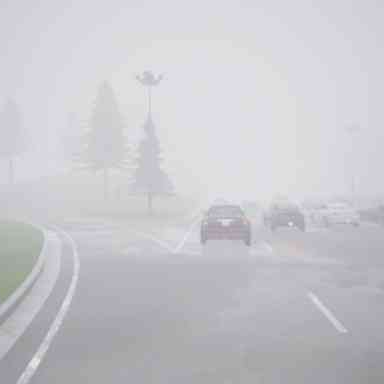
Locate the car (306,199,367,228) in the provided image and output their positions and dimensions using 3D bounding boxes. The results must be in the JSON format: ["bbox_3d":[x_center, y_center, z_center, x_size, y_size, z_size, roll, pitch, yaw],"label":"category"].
[{"bbox_3d":[8.925,1.403,21.012,1.812,1.442,4.674,0,0,4],"label":"car"}]

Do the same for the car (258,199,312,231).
[{"bbox_3d":[5.338,1.405,19.773,1.837,1.490,4.892,0,0,4],"label":"car"}]

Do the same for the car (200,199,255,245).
[{"bbox_3d":[1.505,1.287,15.444,2.097,1.767,4.553,0,0,4],"label":"car"}]

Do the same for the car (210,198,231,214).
[{"bbox_3d":[2.951,1.405,34.808,2.033,1.411,5.357,0,0,4],"label":"car"}]

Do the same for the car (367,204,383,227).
[{"bbox_3d":[12.492,1.458,21.566,1.895,1.301,4.718,0,0,4],"label":"car"}]

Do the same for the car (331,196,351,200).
[{"bbox_3d":[17.317,1.272,39.195,1.837,1.490,4.892,0,0,4],"label":"car"}]

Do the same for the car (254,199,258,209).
[{"bbox_3d":[6.728,1.426,38.398,1.895,1.301,4.718,0,0,4],"label":"car"}]

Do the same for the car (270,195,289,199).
[{"bbox_3d":[10.310,1.155,39.371,2.097,1.767,4.553,0,0,4],"label":"car"}]

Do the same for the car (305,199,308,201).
[{"bbox_3d":[13.709,1.392,37.878,1.895,1.301,4.718,0,0,4],"label":"car"}]
